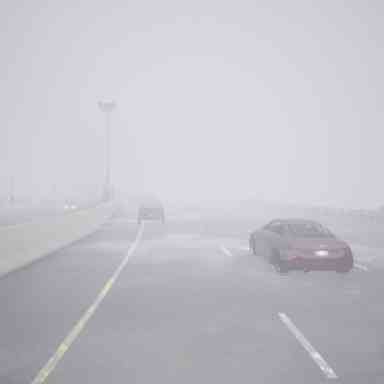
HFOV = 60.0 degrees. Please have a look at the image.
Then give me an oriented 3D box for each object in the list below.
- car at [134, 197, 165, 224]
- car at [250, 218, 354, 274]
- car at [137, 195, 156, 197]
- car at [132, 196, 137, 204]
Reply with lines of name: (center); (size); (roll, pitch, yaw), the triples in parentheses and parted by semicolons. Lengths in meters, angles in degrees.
car: (-2.961, 1.359, 24.009); (1.882, 1.535, 5.008); (0, 0, -8)
car: (3.153, 1.506, 10.380); (1.994, 1.385, 4.181); (0, 0, -3)
car: (-5.714, 1.130, 44.737); (2.097, 1.767, 4.553); (0, 0, -15)
car: (-8.784, 1.276, 55.269); (2.033, 1.411, 5.357); (0, 0, -19)
